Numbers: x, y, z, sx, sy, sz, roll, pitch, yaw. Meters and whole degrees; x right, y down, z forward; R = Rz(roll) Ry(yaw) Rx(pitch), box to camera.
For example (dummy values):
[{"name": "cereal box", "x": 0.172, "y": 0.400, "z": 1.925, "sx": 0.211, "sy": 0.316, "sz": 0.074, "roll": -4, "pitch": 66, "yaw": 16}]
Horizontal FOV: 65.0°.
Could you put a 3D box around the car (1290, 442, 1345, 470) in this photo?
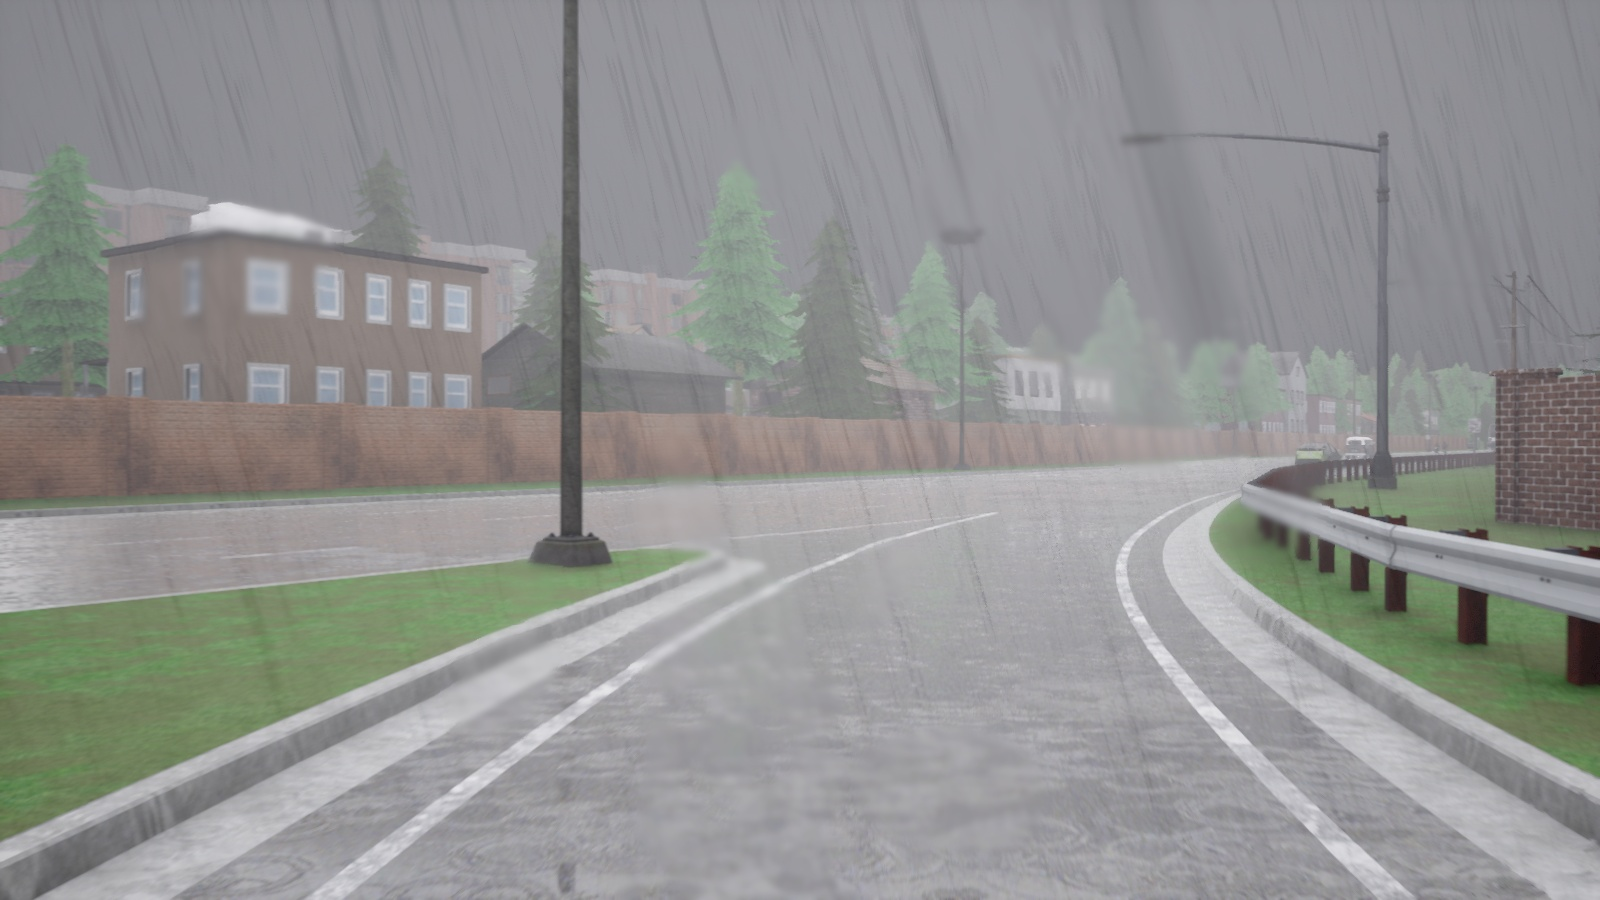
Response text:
[{"name": "car", "x": 30.044, "y": 0.328, "z": 72.819, "sx": 2.007, "sy": 1.525, "sz": 4.514, "roll": 0, "pitch": 0, "yaw": 35}]
